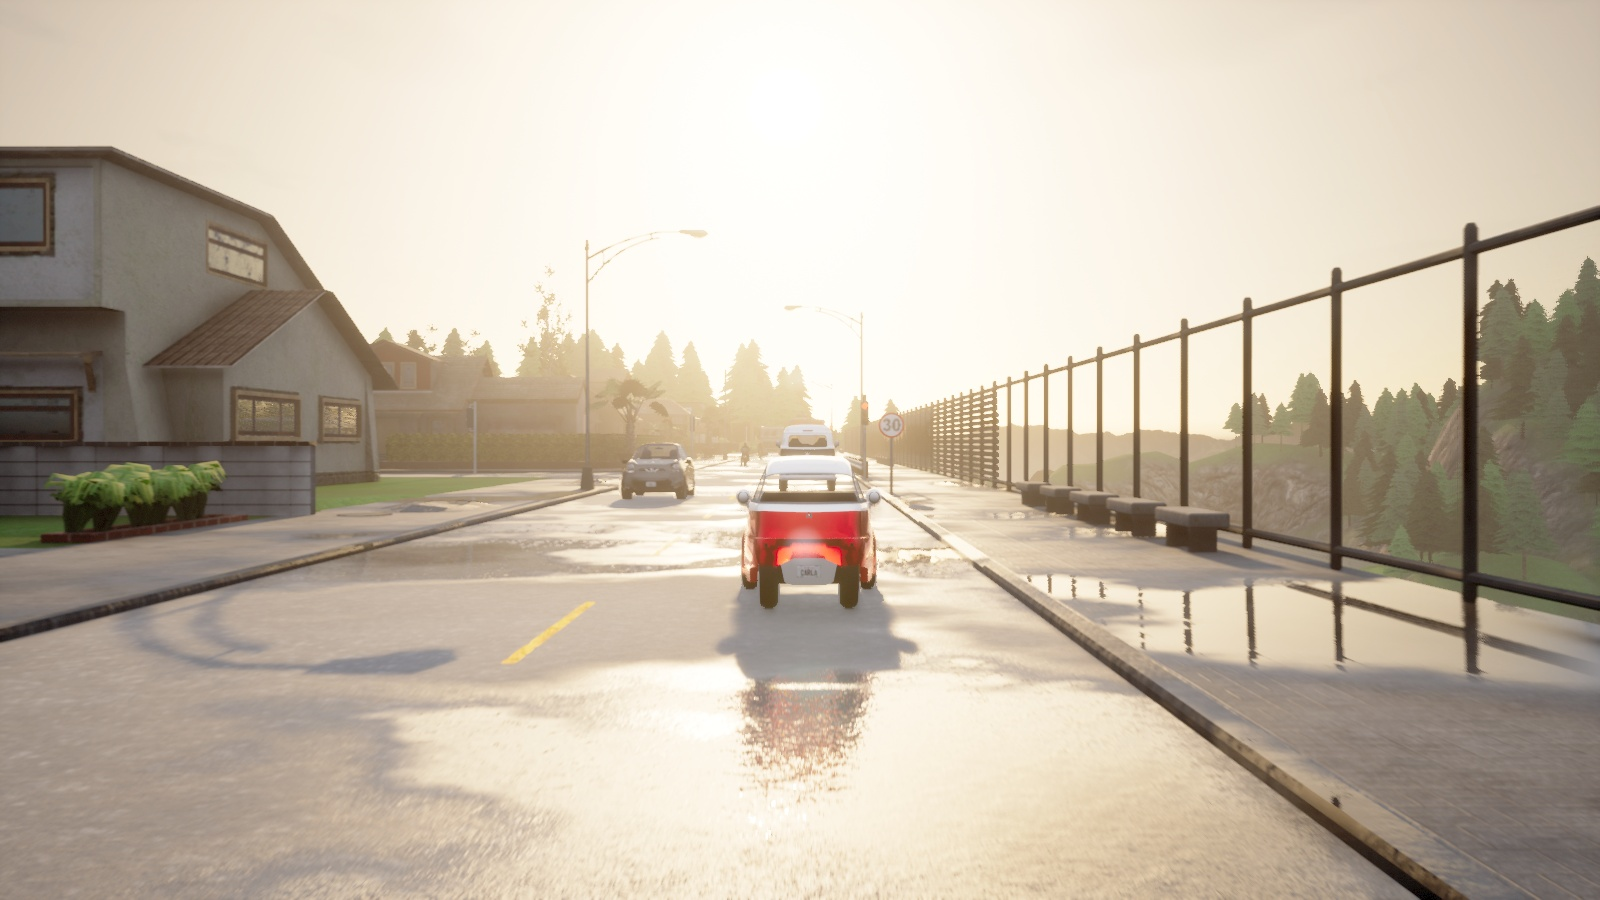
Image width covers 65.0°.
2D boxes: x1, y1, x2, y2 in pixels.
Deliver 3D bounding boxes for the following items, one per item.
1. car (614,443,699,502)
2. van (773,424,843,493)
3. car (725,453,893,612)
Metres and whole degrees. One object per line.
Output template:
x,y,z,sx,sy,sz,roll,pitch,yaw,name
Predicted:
-3.793,0.567,33.683,1.845,1.501,3.633,0,0,0,car
0.240,0.248,39.350,2.069,2.038,4.480,0,0,0,van
0.085,0.732,12.216,1.481,1.376,2.207,0,1,0,car
